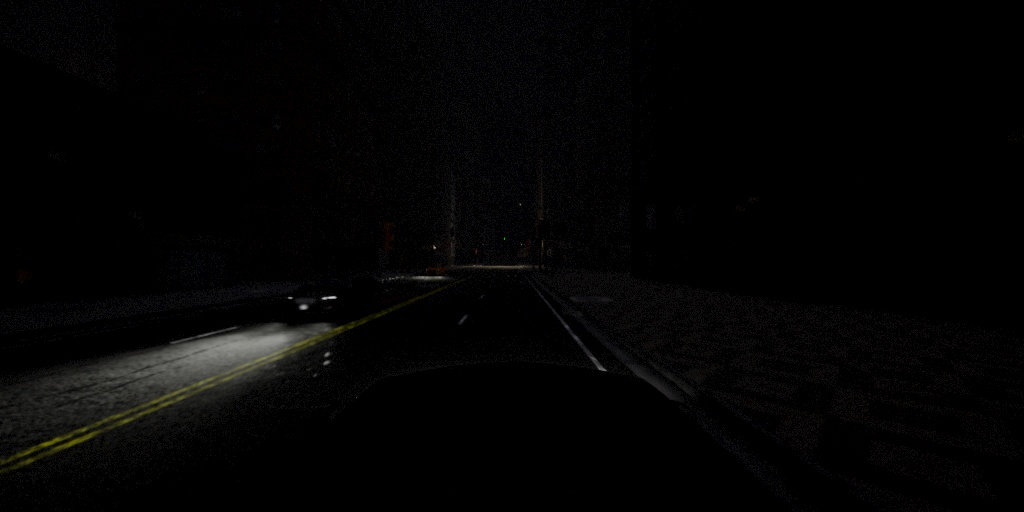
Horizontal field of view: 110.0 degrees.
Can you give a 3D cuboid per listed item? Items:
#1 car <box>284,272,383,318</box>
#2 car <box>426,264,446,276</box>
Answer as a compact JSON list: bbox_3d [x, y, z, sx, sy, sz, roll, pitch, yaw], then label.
[{"bbox_3d":[-6.600,1.382,13.825,2.128,1.511,4.902,0,-1,0],"label":"car"},{"bbox_3d":[-9.746,1.753,46.217,1.882,1.535,5.008,0,-1,0],"label":"car"}]
